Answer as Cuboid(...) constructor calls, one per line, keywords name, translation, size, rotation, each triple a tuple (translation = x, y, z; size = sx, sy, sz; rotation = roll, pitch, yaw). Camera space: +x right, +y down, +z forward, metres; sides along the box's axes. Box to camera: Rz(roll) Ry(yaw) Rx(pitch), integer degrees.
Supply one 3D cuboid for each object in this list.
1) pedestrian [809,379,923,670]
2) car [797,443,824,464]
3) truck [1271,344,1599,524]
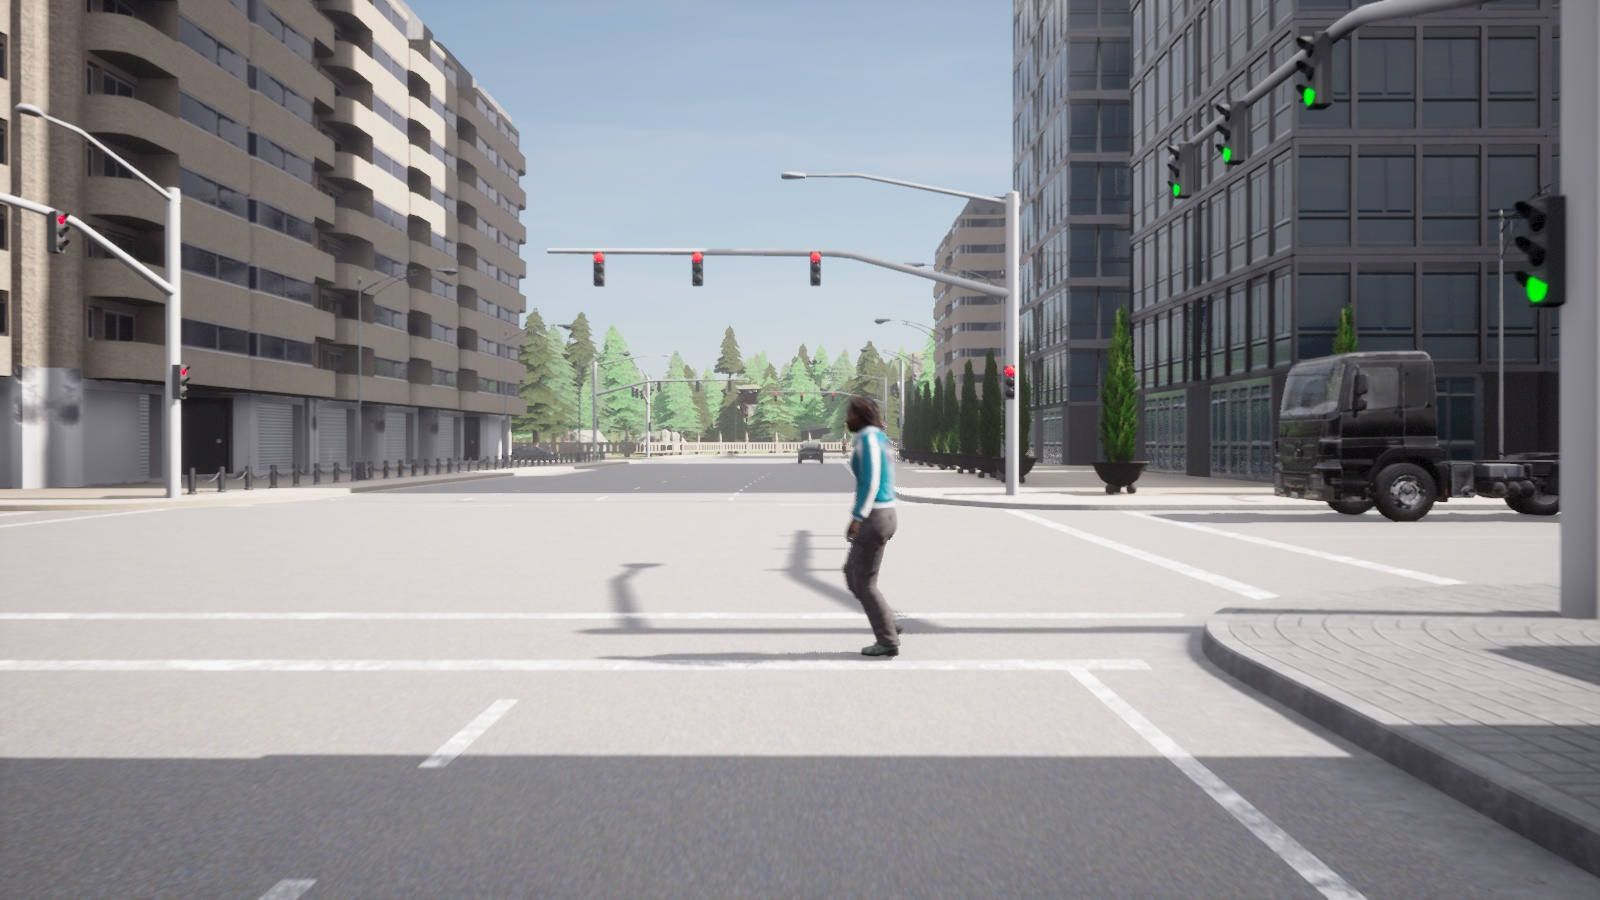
Cuboid(name="pedestrian", translation=(0.457, 0.495, 8.642), size=(0.692, 1.930, 0.396), rotation=(0, 0, 22))
Cuboid(name="car", translation=(0.791, 0.238, 91.200), size=(1.837, 1.490, 4.892), rotation=(0, 0, 1))
Cuboid(name="truck", translation=(14.091, -0.313, 25.560), size=(7.936, 3.462, 2.891), rotation=(0, 0, 1))
